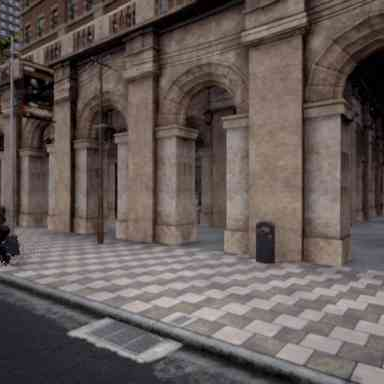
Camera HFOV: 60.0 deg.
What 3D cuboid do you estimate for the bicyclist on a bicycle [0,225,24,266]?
[{"bbox_3d":[-5.339,1.339,8.840,0.582,1.620,1.656,0,8,37],"label":"bicyclist on a bicycle"}]
